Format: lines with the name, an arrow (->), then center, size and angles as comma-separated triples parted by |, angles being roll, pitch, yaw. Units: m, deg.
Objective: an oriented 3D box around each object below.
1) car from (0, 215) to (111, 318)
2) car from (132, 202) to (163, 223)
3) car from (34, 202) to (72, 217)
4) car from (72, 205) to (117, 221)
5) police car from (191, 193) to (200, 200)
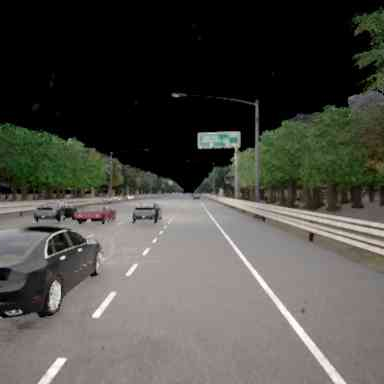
car -> -3.397, 1.516, 7.455 | 1.837, 1.490, 4.892 | 0, 0, 0
car -> -3.366, 1.523, 25.690 | 2.128, 1.511, 4.902 | 0, 0, 0
car -> -10.366, 1.522, 25.649 | 2.128, 1.511, 4.902 | 0, 0, 0
car -> -6.870, 1.631, 24.440 | 1.895, 1.301, 4.718 | 0, 0, 0
police car -> 1.351, 1.487, 95.219 | 1.930, 1.638, 5.238 | 0, 0, 0
